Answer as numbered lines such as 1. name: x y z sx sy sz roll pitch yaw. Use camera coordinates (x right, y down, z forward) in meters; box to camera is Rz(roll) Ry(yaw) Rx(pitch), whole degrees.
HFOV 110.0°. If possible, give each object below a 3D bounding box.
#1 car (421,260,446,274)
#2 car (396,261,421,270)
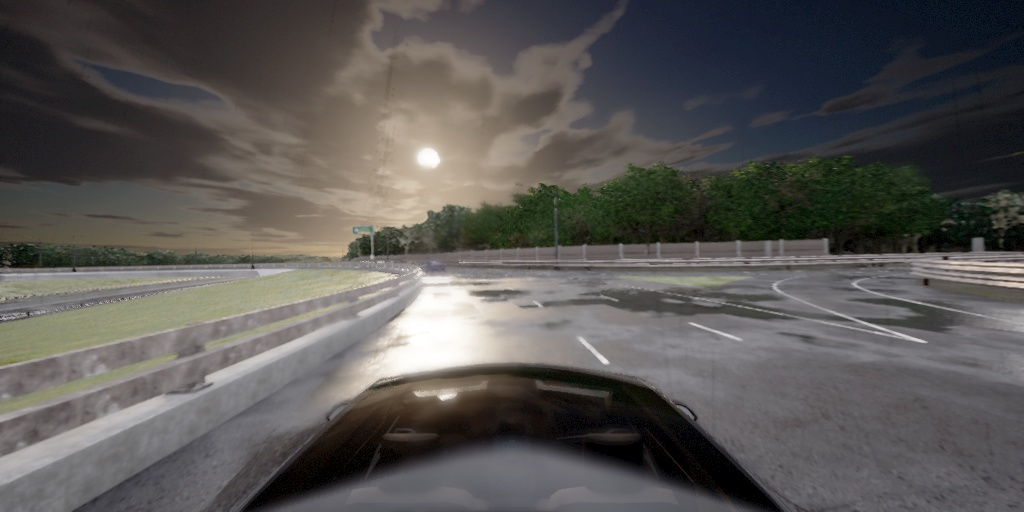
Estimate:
1. car: -9.966 1.441 46.407 1.882 1.535 5.008 -1 0 -25
2. car: -16.918 1.613 58.812 1.837 1.490 4.892 -1 0 -35
